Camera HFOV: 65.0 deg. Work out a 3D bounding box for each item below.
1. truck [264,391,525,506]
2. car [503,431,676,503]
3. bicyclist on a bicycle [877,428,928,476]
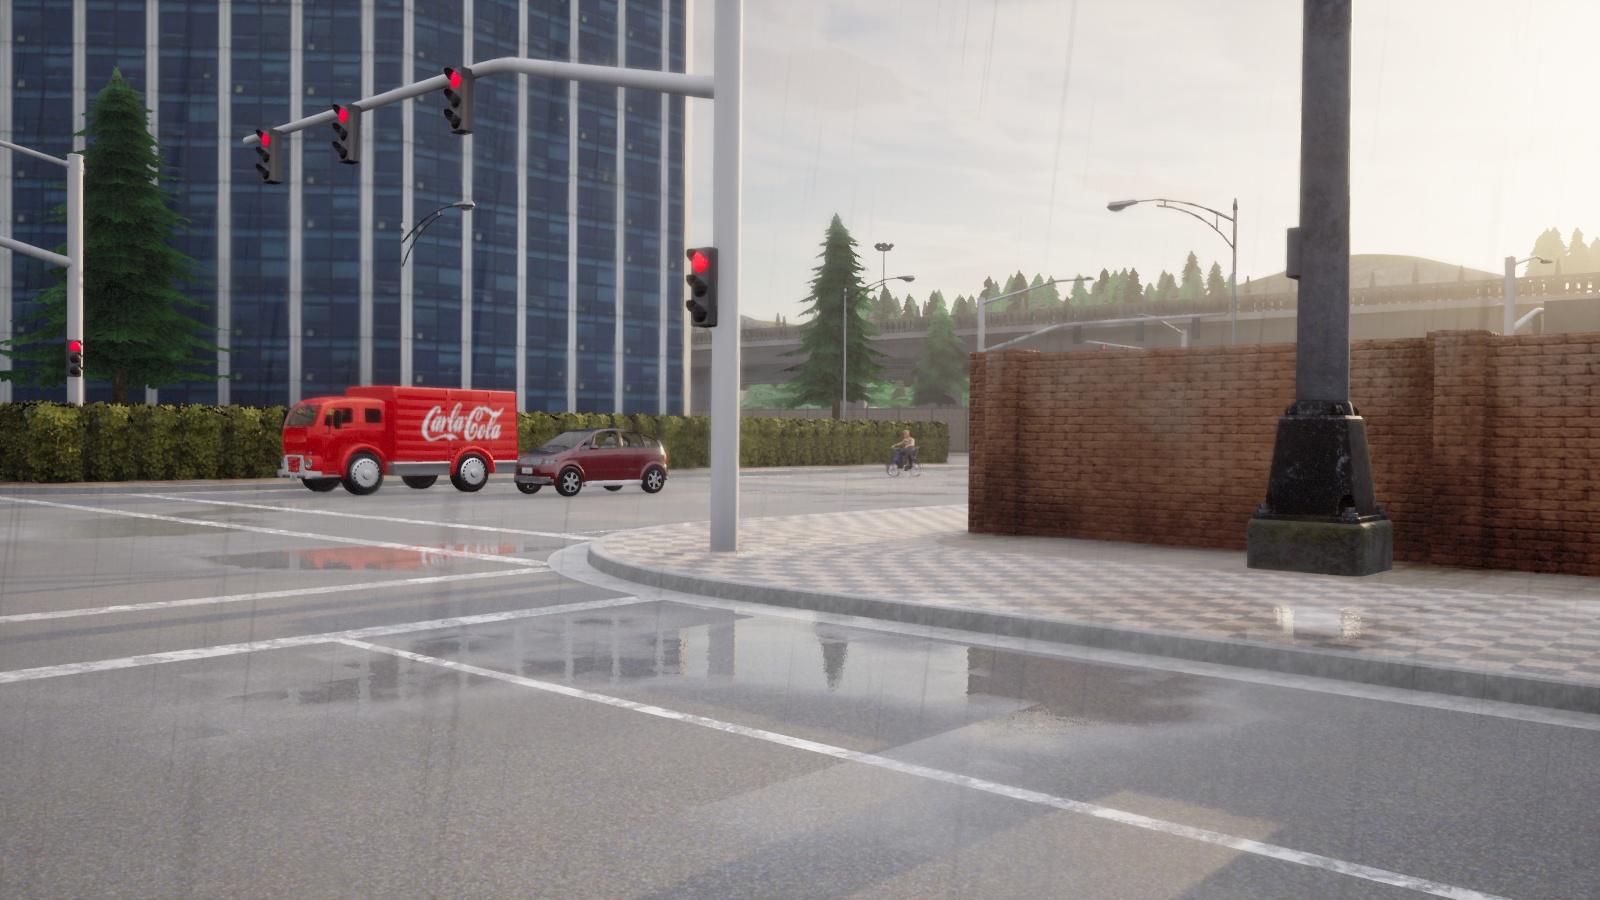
[{"bbox_3d":[-9.437,-0.074,29.588,2.627,2.467,5.204,0,1,41],"label":"truck"},{"bbox_3d":[-4.882,0.352,29.483,1.789,1.549,3.705,0,1,41],"label":"car"},{"bbox_3d":[3.467,0.058,42.399,1.509,1.612,0.866,-1,1,-35],"label":"bicyclist on a bicycle"}]
